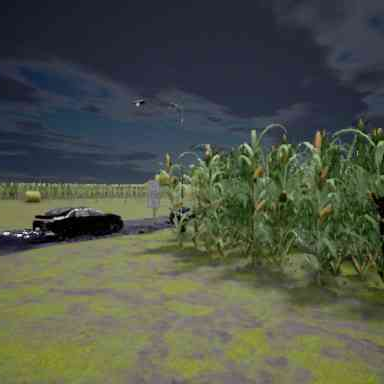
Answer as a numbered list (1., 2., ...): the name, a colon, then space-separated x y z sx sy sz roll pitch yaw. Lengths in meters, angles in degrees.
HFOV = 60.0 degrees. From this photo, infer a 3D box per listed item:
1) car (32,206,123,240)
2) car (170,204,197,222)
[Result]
1. car: -5.744 1.503 17.369 2.128 1.511 4.902 1 0 34
2. car: 0.152 1.605 25.979 1.994 1.385 4.181 1 0 34
